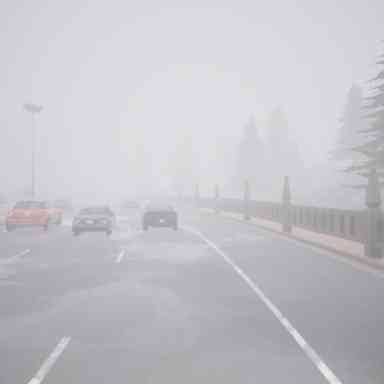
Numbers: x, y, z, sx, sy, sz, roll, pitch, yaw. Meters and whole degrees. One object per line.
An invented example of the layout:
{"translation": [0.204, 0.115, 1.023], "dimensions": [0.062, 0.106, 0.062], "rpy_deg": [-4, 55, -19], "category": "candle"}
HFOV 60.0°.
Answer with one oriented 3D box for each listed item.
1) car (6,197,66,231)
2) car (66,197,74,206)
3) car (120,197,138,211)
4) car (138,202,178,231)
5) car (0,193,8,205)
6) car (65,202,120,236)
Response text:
{"translation": [-9.158, 1.233, 19.703], "dimensions": [2.097, 1.767, 4.553], "rpy_deg": [0, 0, -11], "category": "car"}
{"translation": [-14.079, 1.269, 36.423], "dimensions": [2.128, 1.511, 4.902], "rpy_deg": [0, 0, -20], "category": "car"}
{"translation": [-7.151, 1.287, 37.787], "dimensions": [1.812, 1.442, 4.674], "rpy_deg": [0, 0, -20], "category": "car"}
{"translation": [-2.055, 1.350, 19.894], "dimensions": [1.882, 1.535, 5.008], "rpy_deg": [0, 0, -11], "category": "car"}
{"translation": [-30.109, 1.047, 51.909], "dimensions": [2.097, 1.767, 4.553], "rpy_deg": [0, 0, -33], "category": "car"}
{"translation": [-5.162, 1.436, 17.899], "dimensions": [2.033, 1.411, 5.357], "rpy_deg": [0, 0, -10], "category": "car"}
